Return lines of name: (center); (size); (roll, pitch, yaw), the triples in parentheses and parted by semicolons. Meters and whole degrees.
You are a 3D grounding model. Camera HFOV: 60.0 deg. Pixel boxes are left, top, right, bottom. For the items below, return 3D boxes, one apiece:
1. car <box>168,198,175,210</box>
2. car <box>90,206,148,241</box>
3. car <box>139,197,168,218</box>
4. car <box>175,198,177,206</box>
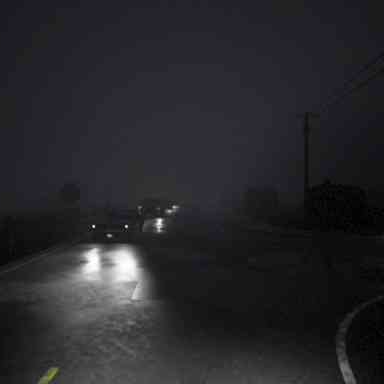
car: (-3.596, 1.460, 43.691); (1.882, 1.535, 5.008); (0, 0, 0)
car: (-3.602, 1.595, 16.774); (1.895, 1.301, 4.718); (0, 0, 0)
car: (-3.601, 1.340, 30.127); (2.097, 1.767, 4.553); (0, 0, 0)
car: (-3.554, 1.579, 55.764); (1.895, 1.301, 4.718); (0, 0, 0)
